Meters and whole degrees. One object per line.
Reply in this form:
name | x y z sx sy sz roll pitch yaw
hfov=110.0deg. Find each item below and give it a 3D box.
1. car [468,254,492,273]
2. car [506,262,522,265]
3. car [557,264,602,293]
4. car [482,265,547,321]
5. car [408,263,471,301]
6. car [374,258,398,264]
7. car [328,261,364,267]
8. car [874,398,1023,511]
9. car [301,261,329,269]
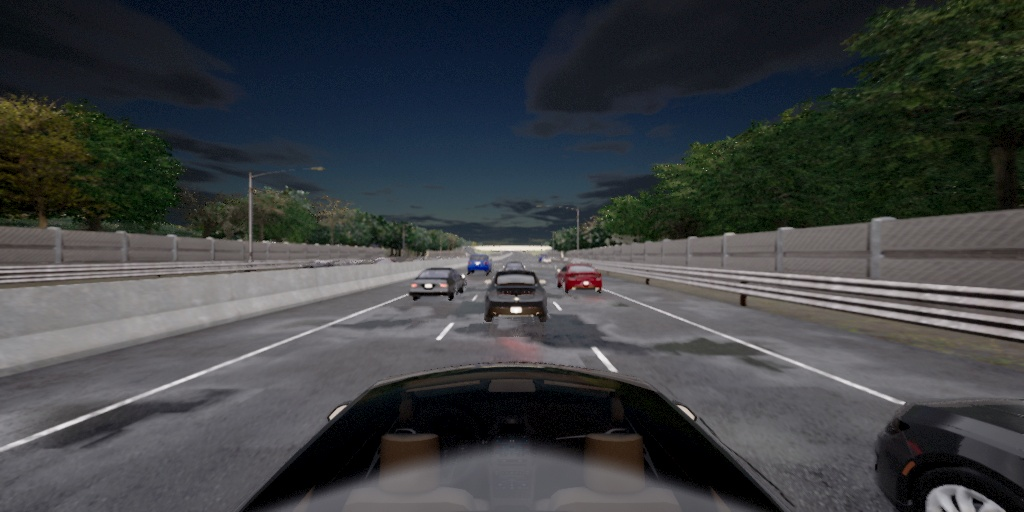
car | -3.259 0.847 36.710 2.150 2.045 5.566 0 0 0
car | 0.202 1.192 31.338 2.033 1.411 5.357 0 0 0
car | 3.644 1.162 20.042 1.882 1.535 5.008 0 0 0
car | 0.118 1.217 12.199 1.837 1.490 4.892 0 0 0
car | -3.374 1.242 16.979 2.033 1.411 5.357 0 0 0
car | -13.926 1.092 39.636 1.882 1.535 5.008 0 0 1
car | -17.435 1.217 38.808 1.895 1.301 4.718 0 0 1
car | 3.602 1.260 0.603 1.837 1.490 4.892 0 0 0
car | -20.931 1.215 39.226 1.895 1.301 4.718 0 0 1
